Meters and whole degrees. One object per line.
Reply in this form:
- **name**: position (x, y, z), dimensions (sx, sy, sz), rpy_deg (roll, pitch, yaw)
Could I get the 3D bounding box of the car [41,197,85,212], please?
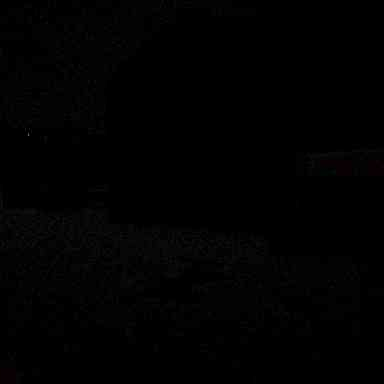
- **car**: position (-14.654, 1.348, 37.925), dimensions (1.882, 1.535, 5.008), rpy_deg (0, 1, 36)
